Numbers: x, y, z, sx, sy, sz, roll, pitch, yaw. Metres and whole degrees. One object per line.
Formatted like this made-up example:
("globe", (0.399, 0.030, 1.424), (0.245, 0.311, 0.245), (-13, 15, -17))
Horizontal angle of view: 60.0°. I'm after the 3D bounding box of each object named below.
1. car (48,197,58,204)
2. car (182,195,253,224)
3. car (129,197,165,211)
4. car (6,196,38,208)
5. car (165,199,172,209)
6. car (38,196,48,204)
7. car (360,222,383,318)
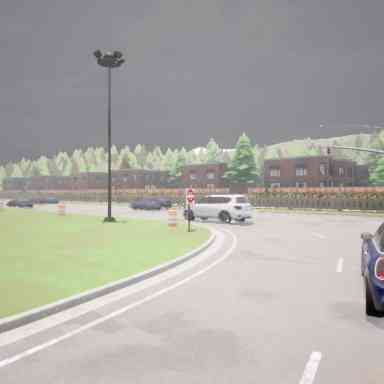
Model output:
("car", (-27.576, 1.564, 63.869), (4.181, 1.385, 1.994), (0, 0, 41))
("car", (1.797, 1.223, 24.739), (5.566, 2.045, 2.150), (0, 0, 41))
("car", (-5.784, 1.564, 40.498), (4.181, 1.385, 1.994), (0, 0, 41))
("car", (-24.534, 1.547, 47.400), (5.357, 1.411, 2.033), (0, 0, 41))
("car", (-4.826, 1.505, 44.293), (4.892, 1.490, 1.837), (0, 0, 41))
("car", (-28.888, 1.491, 60.380), (4.902, 1.511, 2.128), (0, 0, 41))
("car", (4.808, 1.352, 7.061), (2.097, 1.767, 4.553), (0, 0, 26))
